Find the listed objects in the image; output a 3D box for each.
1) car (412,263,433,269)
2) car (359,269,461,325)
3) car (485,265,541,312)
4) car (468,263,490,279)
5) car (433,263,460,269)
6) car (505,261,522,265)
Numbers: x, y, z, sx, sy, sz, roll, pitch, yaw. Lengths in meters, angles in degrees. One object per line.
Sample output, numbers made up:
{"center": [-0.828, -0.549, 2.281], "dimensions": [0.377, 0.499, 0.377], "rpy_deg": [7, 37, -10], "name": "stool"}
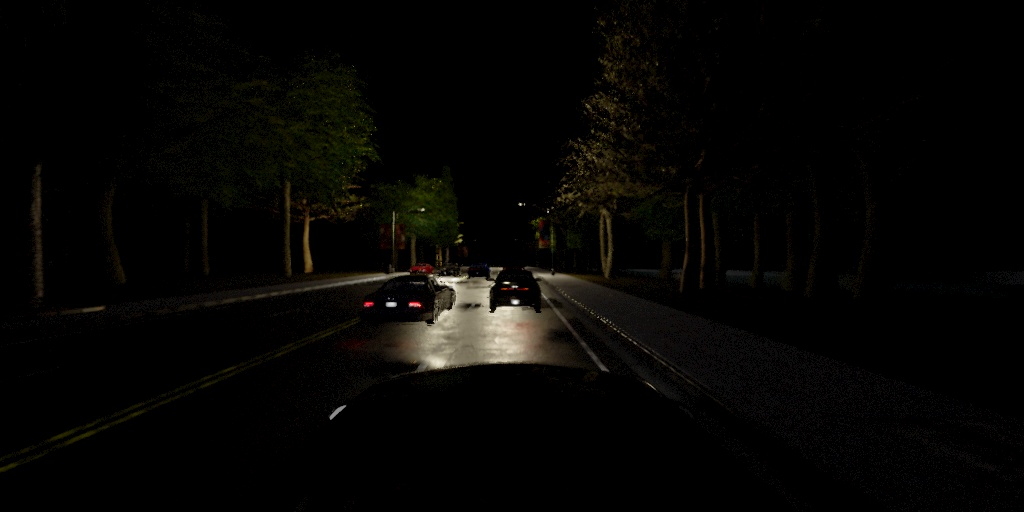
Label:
{"center": [-9.786, 1.508, 39.213], "dimensions": [1.812, 1.442, 4.674], "rpy_deg": [0, -1, 0], "name": "car"}
{"center": [-3.139, 1.322, 11.839], "dimensions": [2.033, 1.411, 5.357], "rpy_deg": [0, 0, 0], "name": "car"}
{"center": [0.116, 1.293, 14.375], "dimensions": [1.837, 1.490, 4.892], "rpy_deg": [0, 0, 0], "name": "car"}
{"center": [-3.102, 1.411, 34.523], "dimensions": [1.882, 1.535, 5.008], "rpy_deg": [0, -1, 0], "name": "car"}
{"center": [-6.540, 1.468, 37.547], "dimensions": [1.837, 1.490, 4.892], "rpy_deg": [0, 0, 0], "name": "car"}
{"center": [0.145, 1.266, 32.425], "dimensions": [2.097, 1.767, 4.553], "rpy_deg": [0, -1, 0], "name": "car"}
